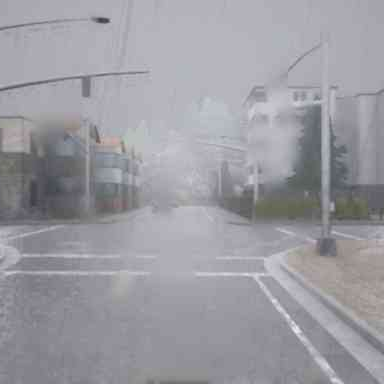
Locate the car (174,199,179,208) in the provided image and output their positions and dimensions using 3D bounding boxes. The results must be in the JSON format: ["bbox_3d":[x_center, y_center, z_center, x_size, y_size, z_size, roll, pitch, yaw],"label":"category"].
[{"bbox_3d":[-3.487,2.007,59.544,2.097,1.767,4.553,0,-1,0],"label":"car"}]

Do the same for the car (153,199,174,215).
[{"bbox_3d":[-3.578,1.915,40.454,1.882,1.535,5.008,0,-1,0],"label":"car"}]
